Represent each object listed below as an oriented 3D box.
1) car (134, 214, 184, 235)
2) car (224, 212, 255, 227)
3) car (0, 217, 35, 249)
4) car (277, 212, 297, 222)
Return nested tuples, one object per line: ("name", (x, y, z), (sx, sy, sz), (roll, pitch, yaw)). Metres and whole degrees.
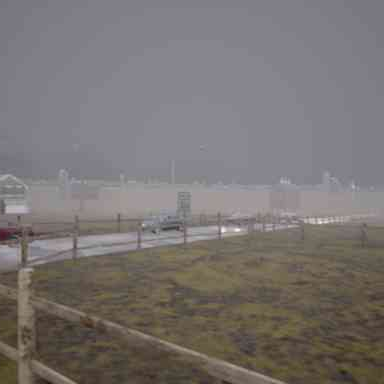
("car", (-2.350, 2.445, 25.813), (2.128, 1.511, 4.902), (0, -2, 35))
("car", (5.306, 3.010, 36.875), (1.882, 1.535, 5.008), (0, -2, 35))
("car", (-10.034, 1.878, 15.465), (1.882, 1.535, 5.008), (0, -2, 44))
("car", (14.337, 3.780, 49.777), (1.812, 1.442, 4.674), (0, -2, 35))
